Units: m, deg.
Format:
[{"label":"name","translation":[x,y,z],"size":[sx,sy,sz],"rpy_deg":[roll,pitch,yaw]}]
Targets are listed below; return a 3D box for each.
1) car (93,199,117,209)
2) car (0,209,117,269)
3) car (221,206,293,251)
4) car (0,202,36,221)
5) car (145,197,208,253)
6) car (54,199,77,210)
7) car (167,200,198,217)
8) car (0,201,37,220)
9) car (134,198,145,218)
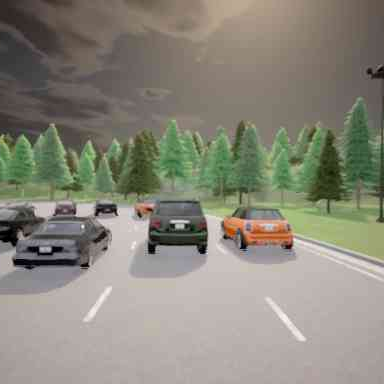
[{"label":"car","translation":[-8.265,1.404,31.564],"size":[1.882,1.535,5.008],"rpy_deg":[1,0,-20]},{"label":"car","translation":[-3.935,1.508,10.982],"size":[2.033,1.411,5.357],"rpy_deg":[1,0,-5]},{"label":"car","translation":[2.659,1.400,14.652],"size":[2.097,1.767,4.553],"rpy_deg":[1,0,-7]},{"label":"car","translation":[-7.856,1.392,14.397],"size":[1.882,1.535,5.008],"rpy_deg":[1,-1,-7]},{"label":"car","translation":[-0.709,1.228,13.775],"size":[2.150,2.045,5.566],"rpy_deg":[1,0,-6]},{"label":"car","translation":[-11.522,1.409,30.366],"size":[1.812,1.442,4.674],"rpy_deg":[1,0,-20]},{"label":"car","translation":[-1.035,1.545,32.515],"size":[1.812,1.442,4.674],"rpy_deg":[1,0,-17]},{"label":"car","translation":[-14.135,1.448,27.336],"size":[1.895,1.301,4.718],"rpy_deg":[1,0,-17]},{"label":"car","translation":[-4.103,1.329,30.581],"size":[2.097,1.767,4.553],"rpy_deg":[1,0,-15]}]
